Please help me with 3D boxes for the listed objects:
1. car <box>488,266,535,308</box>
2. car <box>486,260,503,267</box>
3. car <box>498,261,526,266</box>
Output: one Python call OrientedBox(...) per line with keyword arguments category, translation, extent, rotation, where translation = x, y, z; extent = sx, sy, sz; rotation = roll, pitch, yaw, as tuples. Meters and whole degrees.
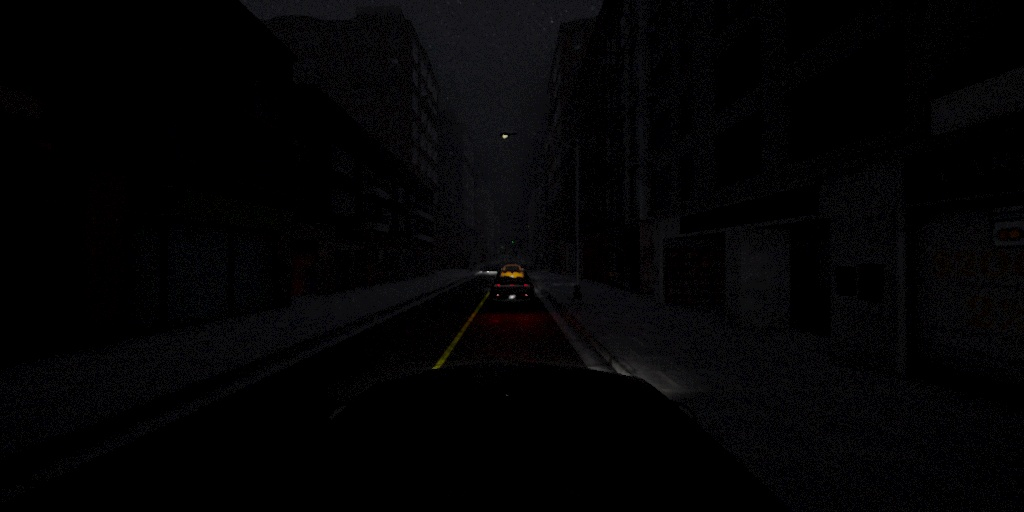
OrientedBox(category="car", translation=(0.012, 1.377, 16.148), extent=(2.128, 1.511, 4.902), rotation=(0, 0, 0))
OrientedBox(category="car", translation=(-2.721, 1.834, 58.294), extent=(1.994, 1.385, 4.181), rotation=(0, -1, 0))
OrientedBox(category="car", translation=(0.022, 1.503, 31.324), extent=(1.882, 1.535, 5.008), rotation=(0, 0, 0))
